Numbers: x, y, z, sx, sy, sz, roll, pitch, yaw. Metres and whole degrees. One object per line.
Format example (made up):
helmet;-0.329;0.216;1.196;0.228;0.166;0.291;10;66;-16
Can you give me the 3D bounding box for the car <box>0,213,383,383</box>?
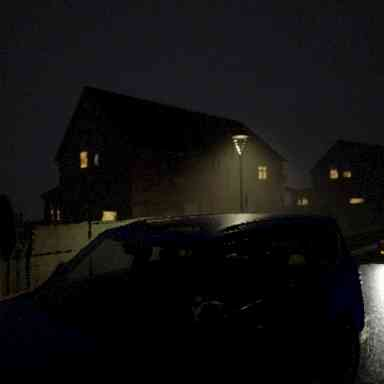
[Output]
car;-0.070;1.304;3.473;2.150;2.045;5.566;-2;-2;45
